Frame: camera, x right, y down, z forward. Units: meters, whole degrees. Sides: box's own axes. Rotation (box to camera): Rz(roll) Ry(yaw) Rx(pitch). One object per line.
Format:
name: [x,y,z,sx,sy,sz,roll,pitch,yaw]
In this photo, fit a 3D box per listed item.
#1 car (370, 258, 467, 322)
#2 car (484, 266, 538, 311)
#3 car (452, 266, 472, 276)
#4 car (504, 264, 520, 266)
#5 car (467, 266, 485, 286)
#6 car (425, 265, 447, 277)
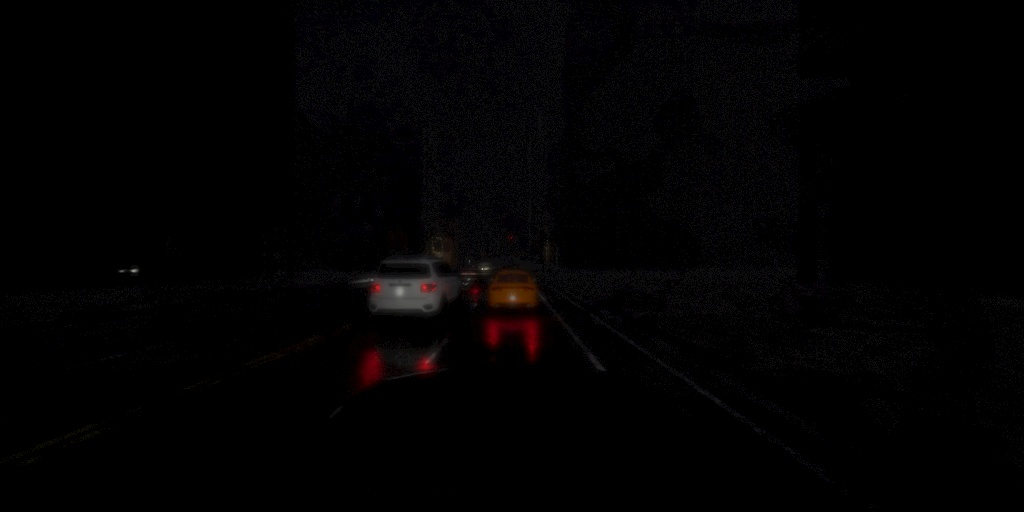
car: [-3.220,1.106,13.057,2.150,2.045,5.566,0,0,1]
car: [0.051,1.390,15.418,1.882,1.535,5.008,0,0,0]
car: [-6.549,1.942,47.648,1.895,1.301,4.718,0,-1,0]
car: [0.039,1.442,29.100,2.097,1.767,4.553,0,-1,0]
car: [-3.211,1.584,29.198,2.128,1.511,4.902,0,-1,0]
car: [-9.809,1.849,46.378,1.812,1.442,4.674,0,-1,0]
